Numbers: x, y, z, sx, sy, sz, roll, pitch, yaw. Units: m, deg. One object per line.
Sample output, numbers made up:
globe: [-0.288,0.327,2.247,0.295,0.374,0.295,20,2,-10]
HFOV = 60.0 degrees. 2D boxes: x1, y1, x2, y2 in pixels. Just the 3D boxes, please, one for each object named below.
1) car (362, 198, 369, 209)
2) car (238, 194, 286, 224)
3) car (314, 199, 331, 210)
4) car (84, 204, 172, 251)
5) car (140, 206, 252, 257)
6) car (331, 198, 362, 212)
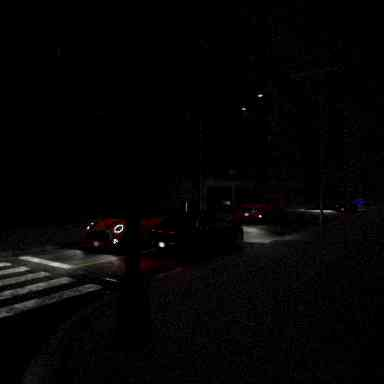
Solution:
car: [23.586,1.537,46.749,1.812,1.442,4.674,0,0,35]
car: [5.358,1.214,25.382,2.150,2.045,5.566,0,0,35]
car: [17.083,1.539,42.210,2.033,1.411,5.357,0,0,35]
car: [-2.314,1.345,14.228,2.097,1.767,4.553,0,0,34]
car: [0.364,1.510,13.142,1.837,1.490,4.892,0,0,35]
car: [17.838,1.605,38.351,1.895,1.301,4.718,0,0,35]
